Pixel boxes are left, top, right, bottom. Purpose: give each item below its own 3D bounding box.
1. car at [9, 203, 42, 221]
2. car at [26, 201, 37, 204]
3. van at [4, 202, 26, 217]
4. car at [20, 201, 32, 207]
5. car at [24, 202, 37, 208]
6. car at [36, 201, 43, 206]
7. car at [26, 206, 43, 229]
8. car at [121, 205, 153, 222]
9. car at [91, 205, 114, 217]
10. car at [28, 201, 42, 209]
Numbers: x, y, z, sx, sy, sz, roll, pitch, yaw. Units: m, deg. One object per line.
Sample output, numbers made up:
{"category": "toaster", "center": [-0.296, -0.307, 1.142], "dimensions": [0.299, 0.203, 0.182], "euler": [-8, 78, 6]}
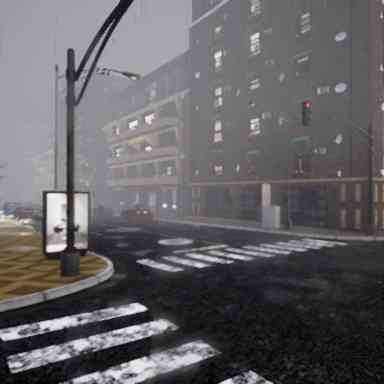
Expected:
{"category": "car", "center": [-17.277, 2.184, 34.414], "dimensions": [1.887, 1.381, 4.507], "euler": [-1, 0, -36]}
{"category": "car", "center": [-27.744, 2.606, 58.905], "dimensions": [1.994, 1.385, 4.181], "euler": [0, -1, -36]}
{"category": "van", "center": [-22.196, 2.104, 41.301], "dimensions": [1.690, 1.788, 3.998], "euler": [-1, 0, -36]}
{"category": "car", "center": [-40.226, 2.962, 80.552], "dimensions": [1.887, 1.381, 4.507], "euler": [-1, 0, -36]}
{"category": "car", "center": [-36.961, 2.901, 76.040], "dimensions": [1.947, 1.339, 4.313], "euler": [-1, 0, -36]}
{"category": "car", "center": [-21.892, 2.461, 50.829], "dimensions": [1.994, 1.385, 4.181], "euler": [0, -1, -36]}
{"category": "car", "center": [-11.199, 2.038, 25.939], "dimensions": [2.008, 1.369, 4.403], "euler": [-1, 0, -36]}
{"category": "car", "center": [-5.513, 1.995, 32.816], "dimensions": [1.967, 1.590, 4.097], "euler": [-1, 0, -36]}
{"category": "car", "center": [-10.772, 2.266, 39.997], "dimensions": [1.802, 1.307, 4.206], "euler": [-1, 0, -36]}
{"category": "car", "center": [-33.697, 2.694, 71.530], "dimensions": [1.967, 1.590, 4.097], "euler": [-1, 0, -36]}
